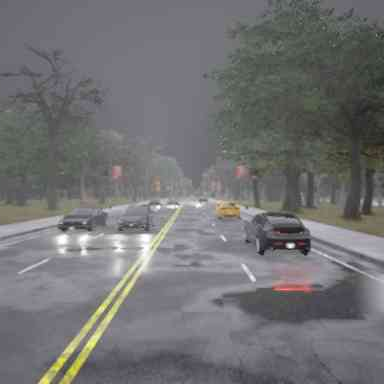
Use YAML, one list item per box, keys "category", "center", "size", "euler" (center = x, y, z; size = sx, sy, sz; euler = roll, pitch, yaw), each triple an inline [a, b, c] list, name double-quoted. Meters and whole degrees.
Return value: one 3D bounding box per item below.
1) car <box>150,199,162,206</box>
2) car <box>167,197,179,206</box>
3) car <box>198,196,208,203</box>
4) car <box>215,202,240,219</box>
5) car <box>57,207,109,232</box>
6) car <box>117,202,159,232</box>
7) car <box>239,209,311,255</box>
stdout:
- category: "car"
  center: [-6.816, 1.922, 62.277]
  size: [1.895, 1.301, 4.718]
  euler: [0, 0, 0]
- category: "car"
  center: [-3.571, 1.674, 62.394]
  size: [2.097, 1.767, 4.553]
  euler: [0, 0, 0]
- category: "car"
  center: [2.917, 1.808, 85.009]
  size: [2.097, 1.767, 4.553]
  euler: [0, 0, 0]
- category: "car"
  center: [3.240, 1.627, 30.681]
  size: [1.882, 1.535, 5.008]
  euler: [0, 0, 0]
- category: "car"
  center: [-6.655, 1.648, 21.056]
  size: [2.033, 1.411, 5.357]
  euler: [0, 0, 0]
- category: "car"
  center: [-3.405, 1.605, 20.987]
  size: [1.837, 1.490, 4.892]
  euler: [0, 0, 0]
- category: "car"
  center: [3.321, 1.570, 13.647]
  size: [1.837, 1.490, 4.892]
  euler: [0, 0, 0]
